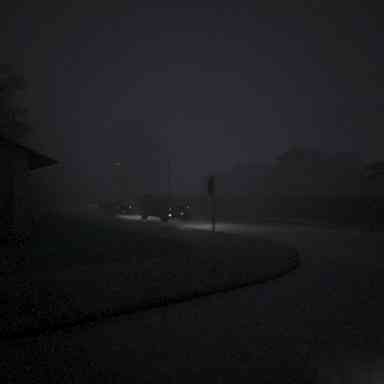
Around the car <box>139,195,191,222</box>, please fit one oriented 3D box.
[{"bbox_3d":[-2.349,1.291,27.329,2.150,2.045,5.566,0,0,-35],"label":"car"}]

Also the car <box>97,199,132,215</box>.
[{"bbox_3d":[-8.149,1.670,35.518,1.895,1.301,4.718,0,0,-35],"label":"car"}]

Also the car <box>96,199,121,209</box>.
[{"bbox_3d":[-12.129,1.690,48.153,1.895,1.301,4.718,0,0,-35],"label":"car"}]
